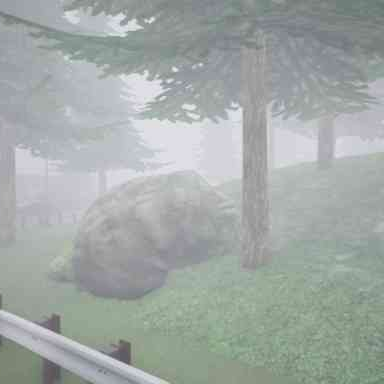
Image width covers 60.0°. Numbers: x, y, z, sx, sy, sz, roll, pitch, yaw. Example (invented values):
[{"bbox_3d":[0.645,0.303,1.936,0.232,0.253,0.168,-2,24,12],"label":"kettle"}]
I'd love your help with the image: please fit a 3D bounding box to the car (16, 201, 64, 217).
[{"bbox_3d":[-13.222,1.537,27.824,1.837,1.490,4.892,0,0,35],"label":"car"}]
